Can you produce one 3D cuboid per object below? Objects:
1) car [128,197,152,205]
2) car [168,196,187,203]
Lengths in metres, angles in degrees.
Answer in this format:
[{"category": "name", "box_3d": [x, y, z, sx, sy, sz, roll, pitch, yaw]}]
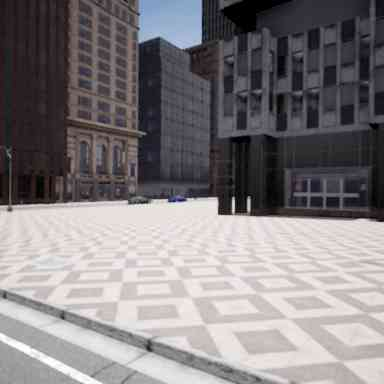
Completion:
[{"category": "car", "box_3d": [-9.241, 1.558, 59.387, 2.128, 1.511, 4.902, 1, 1, 36]}, {"category": "car", "box_3d": [-2.928, 1.496, 68.424, 1.882, 1.535, 5.008, 1, 1, 35]}]
